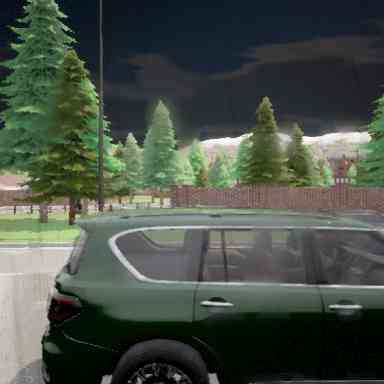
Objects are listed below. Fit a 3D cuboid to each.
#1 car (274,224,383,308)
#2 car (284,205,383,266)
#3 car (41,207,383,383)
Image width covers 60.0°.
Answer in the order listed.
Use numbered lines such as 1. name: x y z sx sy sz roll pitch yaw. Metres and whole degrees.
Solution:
1. car: 4.805 1.547 7.598 5.357 1.411 2.033 0 0 -2
2. car: 5.649 1.350 11.129 4.553 1.767 2.097 0 0 -2
3. car: 1.209 1.221 3.971 5.566 2.045 2.150 0 0 -2
